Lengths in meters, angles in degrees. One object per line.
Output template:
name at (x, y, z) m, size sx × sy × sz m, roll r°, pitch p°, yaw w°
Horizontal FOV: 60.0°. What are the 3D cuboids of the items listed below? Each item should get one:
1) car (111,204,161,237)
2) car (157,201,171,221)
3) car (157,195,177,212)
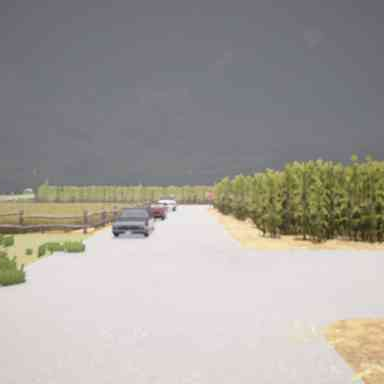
car at (-3.158, 1.633, 18.965) m, size 2.033 × 1.411 × 5.357 m, roll 0°, pitch 0°, yaw -1°
car at (-3.190, 1.731, 29.029) m, size 1.895 × 1.301 × 4.718 m, roll 0°, pitch 0°, yaw 0°
car at (-3.131, 1.409, 42.167) m, size 2.150 × 2.045 × 5.566 m, roll 0°, pitch 0°, yaw 1°
